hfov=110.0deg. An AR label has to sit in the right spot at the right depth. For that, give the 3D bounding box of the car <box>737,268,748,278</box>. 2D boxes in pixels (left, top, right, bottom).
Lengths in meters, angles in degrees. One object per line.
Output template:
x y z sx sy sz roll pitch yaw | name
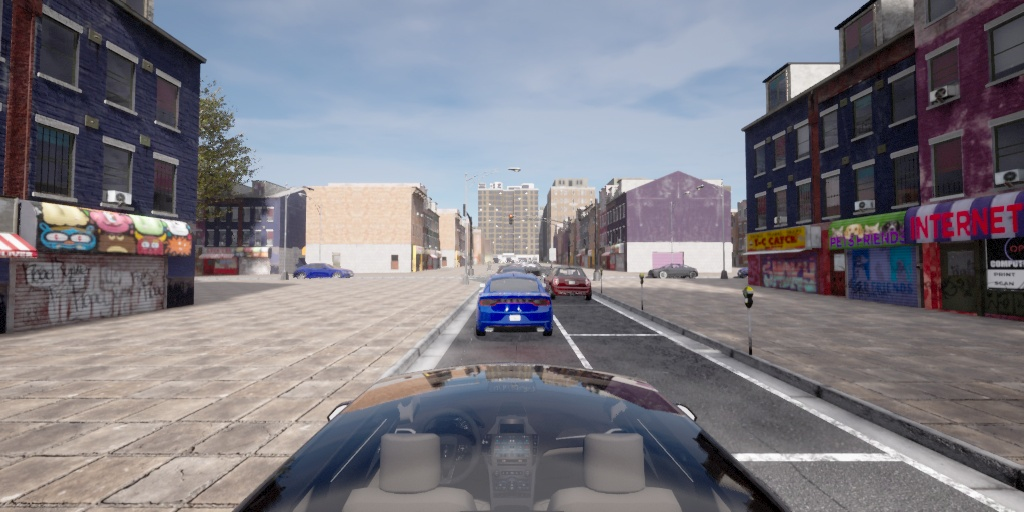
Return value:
23.049 1.337 32.576 4.674 1.442 1.812 0 -2 0 | car

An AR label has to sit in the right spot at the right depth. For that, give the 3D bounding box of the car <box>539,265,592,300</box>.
2.629 1.206 17.793 1.967 1.591 4.097 0 0 0 | car

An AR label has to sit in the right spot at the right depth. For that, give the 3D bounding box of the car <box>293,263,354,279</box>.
-15.666 1.315 29.860 4.674 1.442 1.812 0 -2 0 | car

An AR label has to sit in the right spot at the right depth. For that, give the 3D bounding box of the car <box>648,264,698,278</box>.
14.595 1.379 32.628 4.181 1.385 1.994 0 -2 0 | car

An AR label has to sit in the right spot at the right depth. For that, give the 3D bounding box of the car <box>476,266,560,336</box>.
0.036 1.233 10.478 1.882 1.535 5.008 0 0 -1 | car

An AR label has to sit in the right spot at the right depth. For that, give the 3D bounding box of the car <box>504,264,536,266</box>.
0.093 1.292 17.992 1.812 1.442 4.674 0 0 0 | car

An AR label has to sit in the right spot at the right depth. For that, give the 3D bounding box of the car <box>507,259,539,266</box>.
1.236 1.228 29.753 4.902 1.511 2.128 0 -1 0 | car
